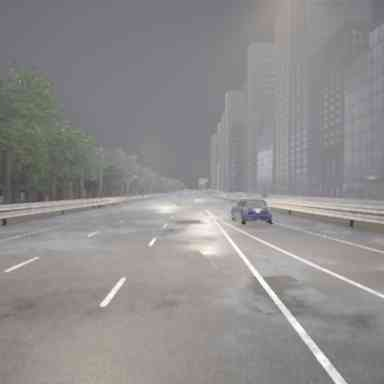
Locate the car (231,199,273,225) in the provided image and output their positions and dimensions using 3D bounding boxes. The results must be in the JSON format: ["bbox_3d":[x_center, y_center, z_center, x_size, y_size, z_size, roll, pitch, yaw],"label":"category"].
[{"bbox_3d":[4.147,1.278,23.802,2.097,1.767,4.553,0,0,-4],"label":"car"}]
